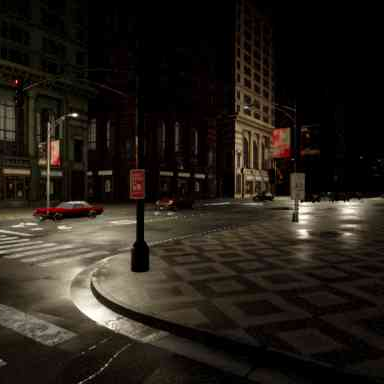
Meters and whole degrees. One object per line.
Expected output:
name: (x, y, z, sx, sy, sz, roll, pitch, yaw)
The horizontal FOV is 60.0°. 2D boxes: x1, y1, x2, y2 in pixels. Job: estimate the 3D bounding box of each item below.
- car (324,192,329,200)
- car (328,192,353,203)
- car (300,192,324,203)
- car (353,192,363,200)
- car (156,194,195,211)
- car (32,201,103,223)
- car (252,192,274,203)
car: (23.022, 0.713, 56.650, 2.128, 1.511, 4.902, 0, 1, 35)
car: (22.477, 0.834, 50.280, 1.812, 1.442, 4.674, 0, 1, 36)
car: (17.279, 0.912, 48.569, 1.994, 1.385, 4.181, 0, 1, 35)
car: (29.634, 0.675, 60.355, 1.812, 1.442, 4.674, 0, 1, 35)
car: (-1.614, 0.960, 33.549, 2.097, 1.767, 4.553, 0, 1, 35)
car: (-8.699, 1.364, 23.586, 1.895, 1.301, 4.718, 0, 1, 33)
car: (10.933, 0.828, 51.056, 2.128, 1.511, 4.902, 0, 1, 36)
